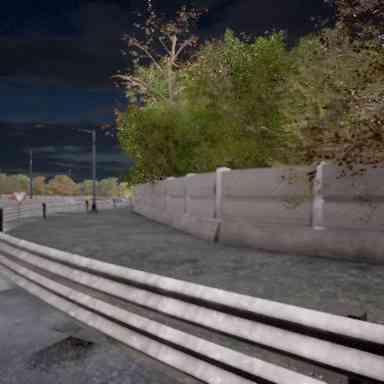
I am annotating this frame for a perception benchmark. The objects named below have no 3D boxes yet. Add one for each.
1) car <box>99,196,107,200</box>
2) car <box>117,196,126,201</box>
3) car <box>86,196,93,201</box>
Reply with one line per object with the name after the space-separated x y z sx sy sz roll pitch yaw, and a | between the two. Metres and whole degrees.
-23.951 1.827 89.660 2.128 1.511 4.902 0 0 -17 | car
-19.011 1.842 89.390 1.994 1.385 4.181 0 0 -1 | car
-27.344 1.784 88.801 1.882 1.535 5.008 0 0 -17 | car
